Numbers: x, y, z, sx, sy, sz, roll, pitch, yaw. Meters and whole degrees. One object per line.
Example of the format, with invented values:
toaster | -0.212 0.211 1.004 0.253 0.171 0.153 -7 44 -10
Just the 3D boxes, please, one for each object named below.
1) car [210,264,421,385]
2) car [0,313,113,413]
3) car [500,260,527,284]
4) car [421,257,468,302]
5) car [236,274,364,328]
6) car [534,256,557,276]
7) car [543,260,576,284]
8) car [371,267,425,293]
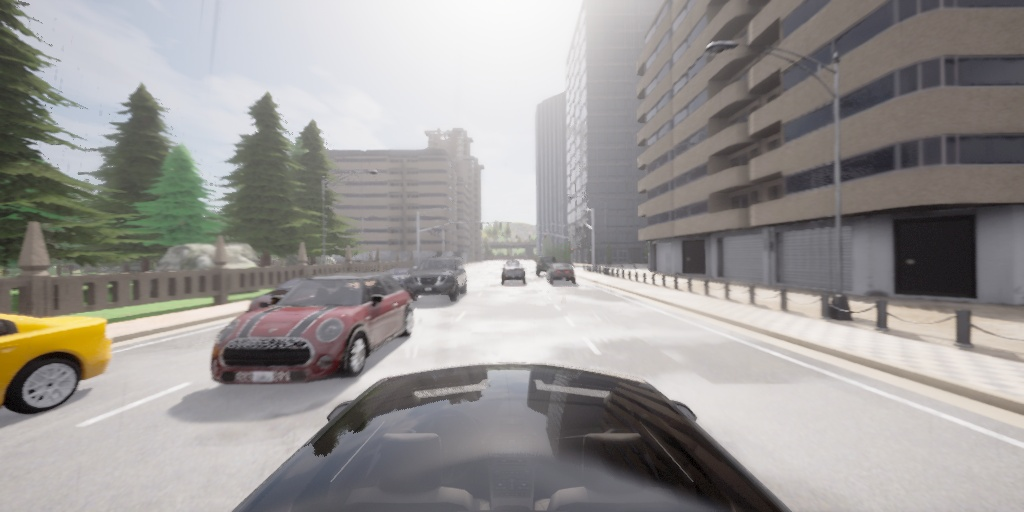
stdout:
car | -3.595 1.156 7.420 2.097 1.767 4.553 -1 0 0
car | -7.106 1.309 3.369 1.882 1.535 5.008 -1 0 0
car | 0.125 1.308 27.994 2.128 1.511 4.902 -1 0 0
car | -3.556 1.052 18.015 2.150 2.045 5.566 -1 0 0
car | -7.075 1.419 12.594 1.994 1.385 4.181 -1 0 0
car | 3.616 1.020 37.811 2.150 2.045 5.566 -1 -1 0
car | 3.617 1.283 27.072 1.837 1.490 4.892 -1 0 1
car | -7.014 1.444 22.596 1.994 1.385 4.181 -1 0 1
